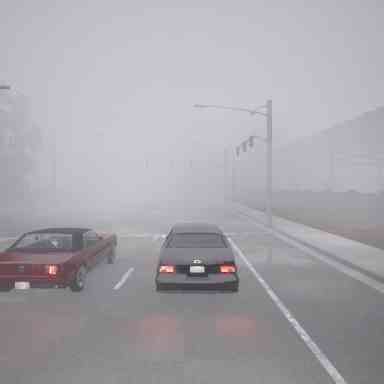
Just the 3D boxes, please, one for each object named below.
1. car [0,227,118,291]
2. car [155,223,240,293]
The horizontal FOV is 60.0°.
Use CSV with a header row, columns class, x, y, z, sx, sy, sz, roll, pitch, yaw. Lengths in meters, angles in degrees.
class,x,y,z,sx,sy,sz,roll,pitch,yaw
car,-3.386,1.597,8.927,1.895,1.301,4.718,0,0,1
car,0.104,1.547,8.977,2.033,1.411,5.357,0,0,0
